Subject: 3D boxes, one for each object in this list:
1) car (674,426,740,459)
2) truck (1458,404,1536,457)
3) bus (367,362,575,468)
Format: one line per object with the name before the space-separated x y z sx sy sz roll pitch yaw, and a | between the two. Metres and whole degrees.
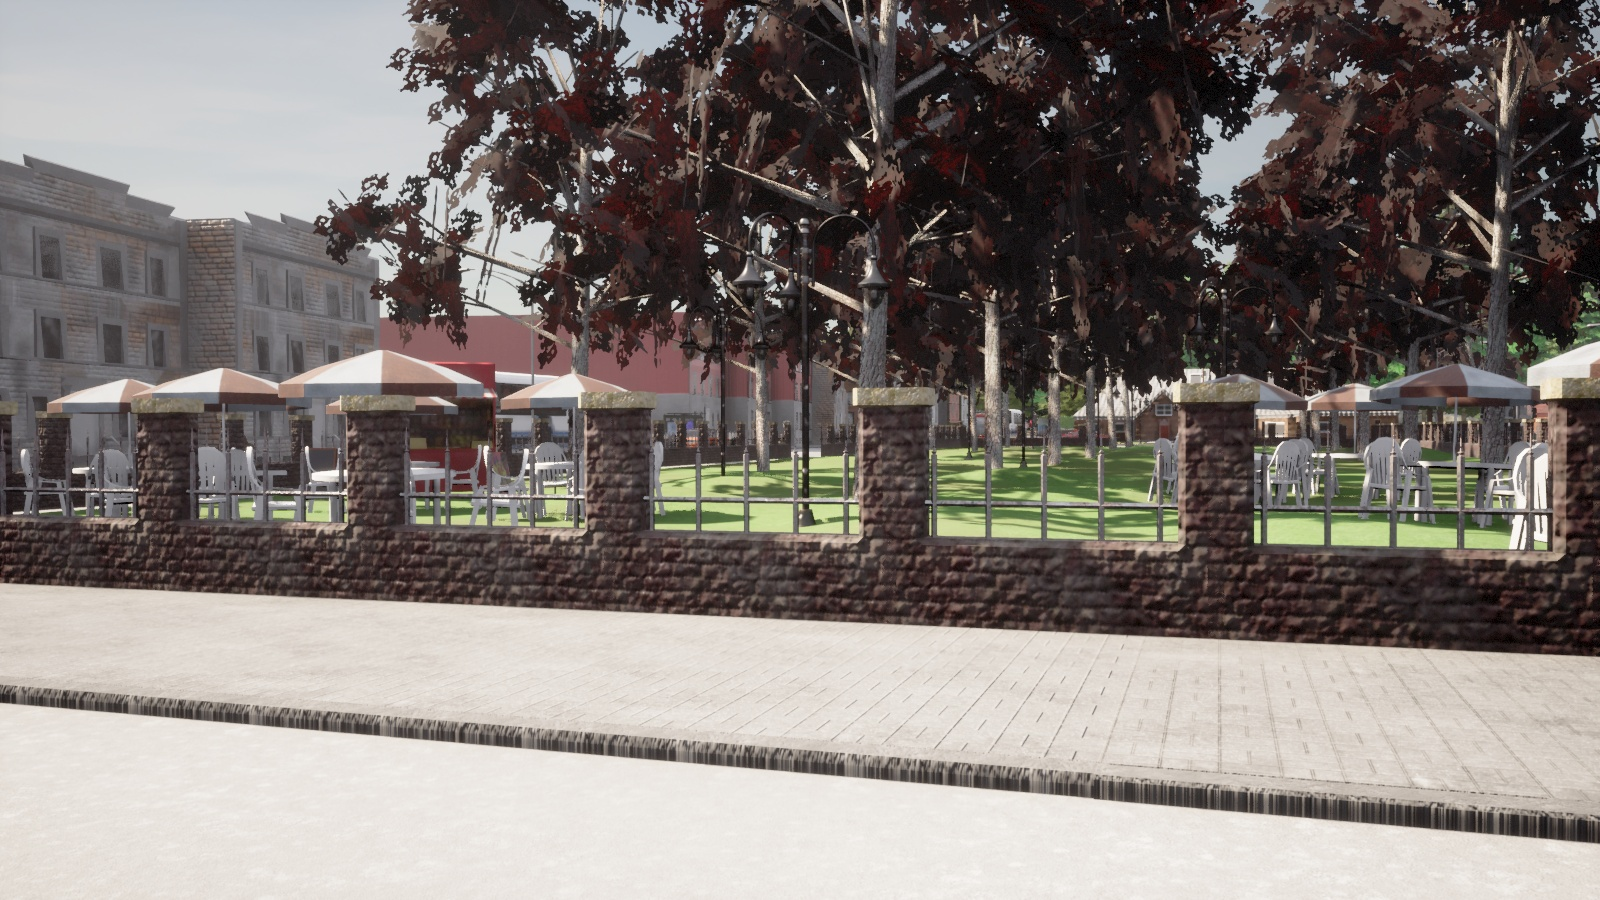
car | -5.156 -0.462 70.403 2.097 1.767 4.553 1 1 18
truck | 47.844 -1.360 86.422 2.891 3.462 7.936 0 1 15
bus | -14.252 -1.496 55.721 3.944 4.253 10.273 1 1 18
